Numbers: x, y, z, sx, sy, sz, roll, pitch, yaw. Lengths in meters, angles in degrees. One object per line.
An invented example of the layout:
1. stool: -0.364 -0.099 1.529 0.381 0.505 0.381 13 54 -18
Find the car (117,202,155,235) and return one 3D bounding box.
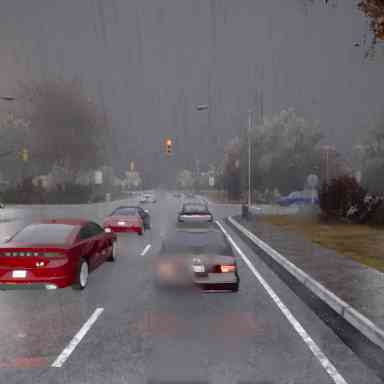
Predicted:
1. car: -3.387 1.458 18.001 1.994 1.385 4.181 0 0 0

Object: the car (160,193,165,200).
1. car: -7.011 0.963 65.431 2.128 1.511 4.902 0 1 0

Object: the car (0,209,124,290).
1. car: -3.392 1.445 9.014 1.882 1.535 5.008 0 0 0

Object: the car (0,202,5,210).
1. car: -21.853 1.247 34.052 4.902 1.511 2.128 0 1 -5

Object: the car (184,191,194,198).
1. car: -0.436 0.716 86.199 2.128 1.511 4.902 0 1 -4

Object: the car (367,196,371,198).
1. car: 24.093 1.217 43.784 5.357 1.411 2.033 0 1 -3

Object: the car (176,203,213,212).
1. car: 0.141 1.380 18.632 2.128 1.511 4.902 0 0 -1

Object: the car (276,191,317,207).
1. car: 13.792 0.896 43.207 5.566 2.045 2.150 0 1 -4

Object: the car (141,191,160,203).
1. car: -7.057 0.791 55.259 2.150 2.045 5.566 0 0 0

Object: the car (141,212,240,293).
1. car: 0.106 1.516 8.940 2.033 1.411 5.357 0 0 0

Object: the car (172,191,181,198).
1. car: -3.936 0.788 86.116 1.895 1.301 4.718 0 1 -4
